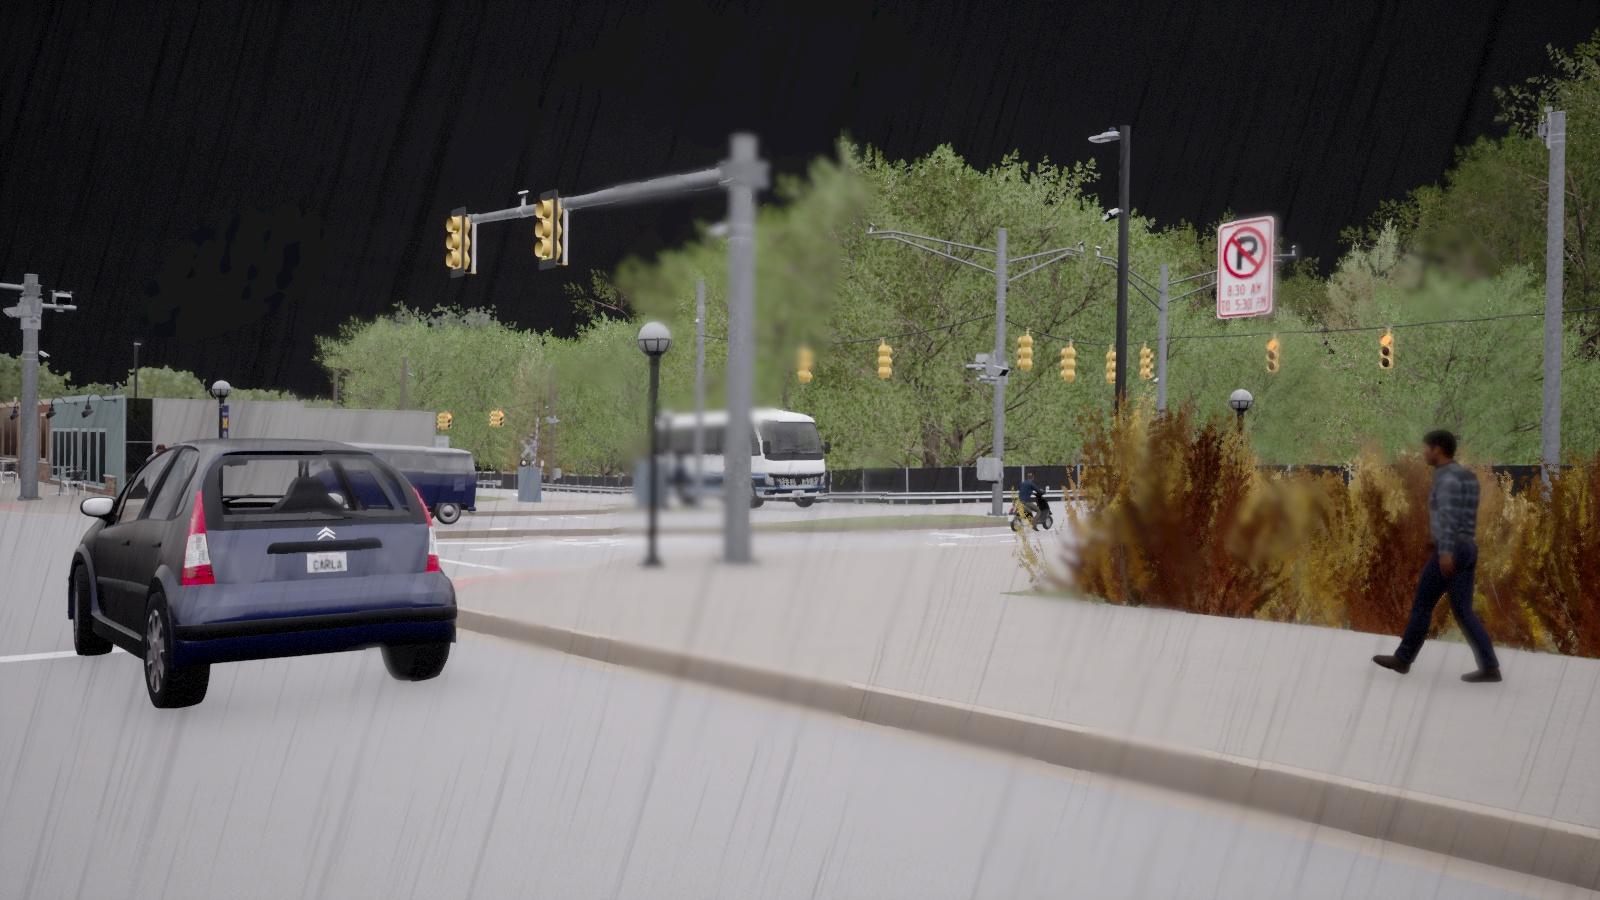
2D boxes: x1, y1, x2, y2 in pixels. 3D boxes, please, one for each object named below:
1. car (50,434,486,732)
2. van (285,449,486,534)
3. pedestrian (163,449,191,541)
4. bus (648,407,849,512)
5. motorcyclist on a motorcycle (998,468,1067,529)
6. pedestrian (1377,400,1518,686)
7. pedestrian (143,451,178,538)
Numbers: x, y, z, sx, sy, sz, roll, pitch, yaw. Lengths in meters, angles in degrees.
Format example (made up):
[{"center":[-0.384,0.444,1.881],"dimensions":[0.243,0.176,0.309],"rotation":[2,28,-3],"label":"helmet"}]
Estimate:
[{"center":[-3.969,0.761,8.959],"dimensions":[1.851,1.617,3.988],"rotation":[-1,-1,-38],"label":"car"},{"center":[-10.428,1.056,31.788],"dimensions":[4.442,1.987,1.775],"rotation":[2,-2,-41],"label":"van"},{"center":[-13.304,0.956,26.831],"dimensions":[0.396,1.930,0.692],"rotation":[-1,1,-38],"label":"pedestrian"},{"center":[-2.557,0.480,56.288],"dimensions":[3.944,4.253,10.273],"rotation":[-1,-1,-35],"label":"bus"},{"center":[6.381,1.320,34.445],"dimensions":[1.817,1.590,0.866],"rotation":[-1,0,-39],"label":"motorcyclist on a motorcycle"},{"center":[4.623,0.630,8.985],"dimensions":[0.423,1.949,0.788],"rotation":[-1,1,-39],"label":"pedestrian"},{"center":[-14.774,1.012,29.004],"dimensions":[0.659,1.952,0.873],"rotation":[0,1,-30],"label":"pedestrian"}]
